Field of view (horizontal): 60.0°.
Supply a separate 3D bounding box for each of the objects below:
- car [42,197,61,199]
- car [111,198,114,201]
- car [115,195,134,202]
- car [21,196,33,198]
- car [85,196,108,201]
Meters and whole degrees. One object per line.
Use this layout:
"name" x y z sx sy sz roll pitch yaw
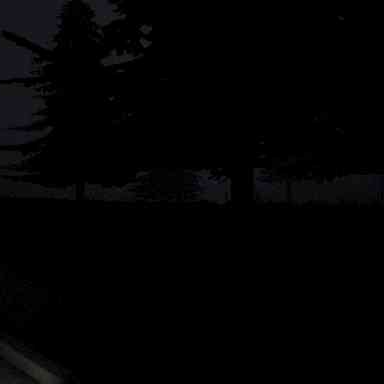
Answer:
"car" -27.245 1.893 62.646 3.633 1.501 1.845 0 0 -39
"car" -17.117 1.664 79.042 3.866 1.878 1.905 0 0 -39
"car" -11.176 1.816 60.110 3.806 1.475 1.970 0 0 -39
"car" -40.640 1.880 80.679 4.605 1.855 1.932 0 0 -39
"car" -25.085 1.861 89.051 5.027 1.636 2.152 0 0 -39
